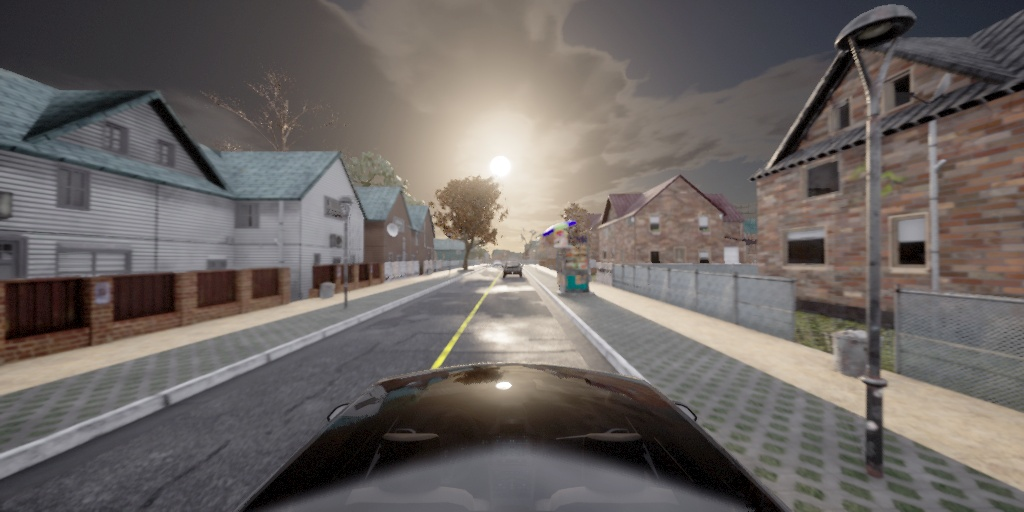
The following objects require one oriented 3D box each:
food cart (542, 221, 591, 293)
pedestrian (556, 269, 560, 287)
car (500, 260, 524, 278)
[{"bbox_3d":[3.013,0.224,18.476,2.280,3.560,4.660,0,0,0],"label":"food cart"},{"bbox_3d":[2.858,1.286,21.322,0.500,1.100,0.500,1,-1,-1],"label":"pedestrian"},{"bbox_3d":[0.067,1.300,34.563,1.837,1.490,4.892,0,0,1],"label":"car"}]
